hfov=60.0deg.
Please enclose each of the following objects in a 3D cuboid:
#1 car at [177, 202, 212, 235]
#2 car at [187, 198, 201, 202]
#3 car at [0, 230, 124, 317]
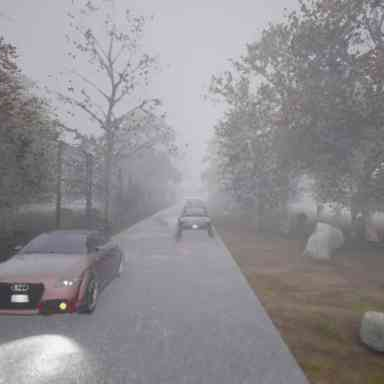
[{"bbox_3d":[0.158,1.549,19.304,2.128,1.511,4.902,0,0,0],"label":"car"},{"bbox_3d":[0.258,1.486,37.798,2.097,1.767,4.553,0,0,0],"label":"car"},{"bbox_3d":[-2.834,1.574,7.475,1.994,1.385,4.181,0,0,0],"label":"car"}]
